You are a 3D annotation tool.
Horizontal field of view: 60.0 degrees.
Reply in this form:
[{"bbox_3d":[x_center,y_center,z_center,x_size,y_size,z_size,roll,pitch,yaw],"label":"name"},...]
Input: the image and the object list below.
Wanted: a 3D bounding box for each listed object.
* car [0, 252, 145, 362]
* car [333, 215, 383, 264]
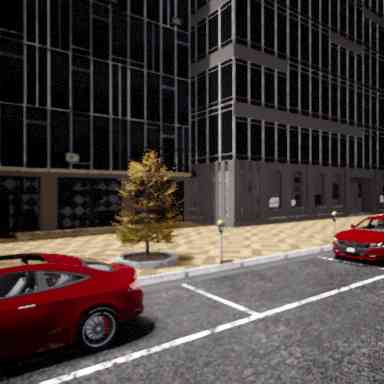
[{"bbox_3d":[-2.705,1.580,4.628,4.206,1.307,1.802,0,0,-35],"label":"car"},{"bbox_3d":[6.567,1.472,11.234,4.507,1.381,1.887,0,0,-35],"label":"car"}]
